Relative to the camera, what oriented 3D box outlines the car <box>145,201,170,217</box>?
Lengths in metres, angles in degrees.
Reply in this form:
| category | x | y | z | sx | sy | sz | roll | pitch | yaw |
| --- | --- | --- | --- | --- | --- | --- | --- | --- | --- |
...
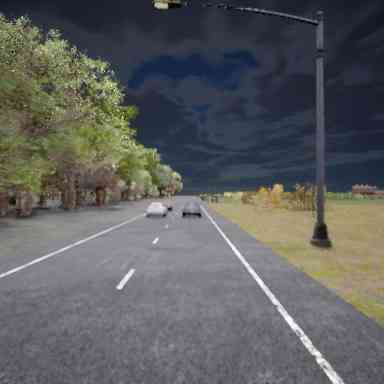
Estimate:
| category | x | y | z | sx | sy | sz | roll | pitch | yaw |
| --- | --- | --- | --- | --- | --- | --- | --- | --- | --- |
| car | -3.512 | 1.770 | 33.778 | 1.812 | 1.442 | 4.674 | 0 | 0 | 0 |

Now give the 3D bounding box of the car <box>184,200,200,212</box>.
| category | x | y | z | sx | sy | sz | roll | pitch | yaw |
| --- | --- | --- | --- | --- | --- | --- | --- | --- | --- |
| car | -0.003 | 1.888 | 45.204 | 1.994 | 1.385 | 4.181 | 0 | 0 | 0 |

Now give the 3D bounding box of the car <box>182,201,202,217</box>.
| category | x | y | z | sx | sy | sz | roll | pitch | yaw |
| --- | --- | --- | --- | --- | --- | --- | --- | --- | --- |
| car | -0.009 | 1.810 | 34.039 | 1.994 | 1.385 | 4.181 | 0 | 0 | 0 |

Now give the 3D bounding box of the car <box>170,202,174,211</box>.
| category | x | y | z | sx | sy | sz | roll | pitch | yaw |
| --- | --- | --- | --- | --- | --- | --- | --- | --- | --- |
| car | -3.505 | 1.924 | 45.075 | 1.895 | 1.301 | 4.718 | 0 | 0 | 0 |
